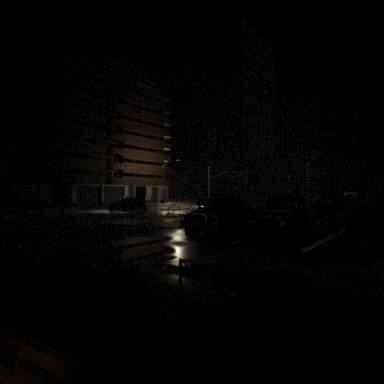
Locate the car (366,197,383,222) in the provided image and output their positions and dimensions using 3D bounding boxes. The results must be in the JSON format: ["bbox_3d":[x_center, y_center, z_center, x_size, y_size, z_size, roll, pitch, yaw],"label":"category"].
[{"bbox_3d":[15.862,1.395,27.342,1.970,1.475,3.806,0,0,34],"label":"car"}]

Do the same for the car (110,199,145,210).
[{"bbox_3d":[-8.696,1.601,45.127,1.895,1.301,4.718,0,0,34],"label":"car"}]

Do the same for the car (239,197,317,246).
[{"bbox_3d":[3.839,1.156,14.386,1.905,1.878,3.866,0,0,34],"label":"car"}]

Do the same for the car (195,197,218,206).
[{"bbox_3d":[2.497,1.608,55.366,1.994,1.385,4.181,0,0,34],"label":"car"}]

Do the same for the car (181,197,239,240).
[{"bbox_3d":[1.471,1.153,16.052,1.932,1.855,4.605,0,0,34],"label":"car"}]

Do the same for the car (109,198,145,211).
[{"bbox_3d":[-7.811,1.477,40.170,1.882,1.535,5.008,0,0,34],"label":"car"}]

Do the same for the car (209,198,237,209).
[{"bbox_3d":[4.262,1.526,45.250,1.812,1.442,4.674,0,0,34],"label":"car"}]
